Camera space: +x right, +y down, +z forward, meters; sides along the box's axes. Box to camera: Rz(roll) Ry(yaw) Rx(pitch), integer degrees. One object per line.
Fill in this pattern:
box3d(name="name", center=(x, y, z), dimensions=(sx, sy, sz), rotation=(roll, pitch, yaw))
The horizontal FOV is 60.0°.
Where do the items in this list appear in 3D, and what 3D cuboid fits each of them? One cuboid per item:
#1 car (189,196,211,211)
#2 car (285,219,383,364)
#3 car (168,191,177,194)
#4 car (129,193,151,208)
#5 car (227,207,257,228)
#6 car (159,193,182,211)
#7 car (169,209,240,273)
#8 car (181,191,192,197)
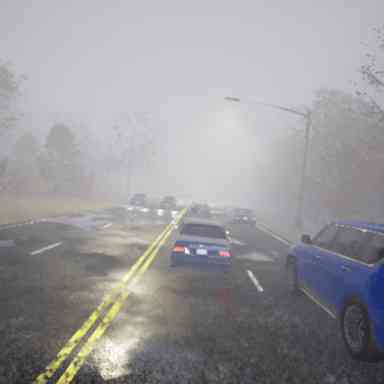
box3d(name="car", center=(0.711, 1.505, 31.176), dimensions=(2.128, 1.511, 4.902), rotation=(4, 1, 1))
box3d(name="car", center=(3.501, 1.580, 6.391), dimensions=(2.150, 2.045, 5.566), rotation=(6, 0, 1))
box3d(name="car", center=(-4.574, 0.552, 78.618), dimensions=(2.097, 1.767, 4.553), rotation=(6, 0, 2))
box3d(name="car", center=(-5.799, 0.877, 37.534), dimensions=(1.837, 1.490, 4.892), rotation=(6, 0, 1))
box3d(name="car", center=(3.854, 1.903, 26.224), dimensions=(2.033, 1.411, 5.357), rotation=(5, 1, 1))
box3d(name="car", center=(-2.564, 1.195, 37.496), dimensions=(1.837, 1.490, 4.892), rotation=(6, 0, 1))
box3d(name="car", center=(0.306, 1.611, 11.227), dimensions=(2.033, 1.411, 5.357), rotation=(6, 0, 1))
box3d(name="car", center=(-1.330, 0.740, 78.457), dimensions=(2.150, 2.045, 5.566), rotation=(6, 0, 2))
